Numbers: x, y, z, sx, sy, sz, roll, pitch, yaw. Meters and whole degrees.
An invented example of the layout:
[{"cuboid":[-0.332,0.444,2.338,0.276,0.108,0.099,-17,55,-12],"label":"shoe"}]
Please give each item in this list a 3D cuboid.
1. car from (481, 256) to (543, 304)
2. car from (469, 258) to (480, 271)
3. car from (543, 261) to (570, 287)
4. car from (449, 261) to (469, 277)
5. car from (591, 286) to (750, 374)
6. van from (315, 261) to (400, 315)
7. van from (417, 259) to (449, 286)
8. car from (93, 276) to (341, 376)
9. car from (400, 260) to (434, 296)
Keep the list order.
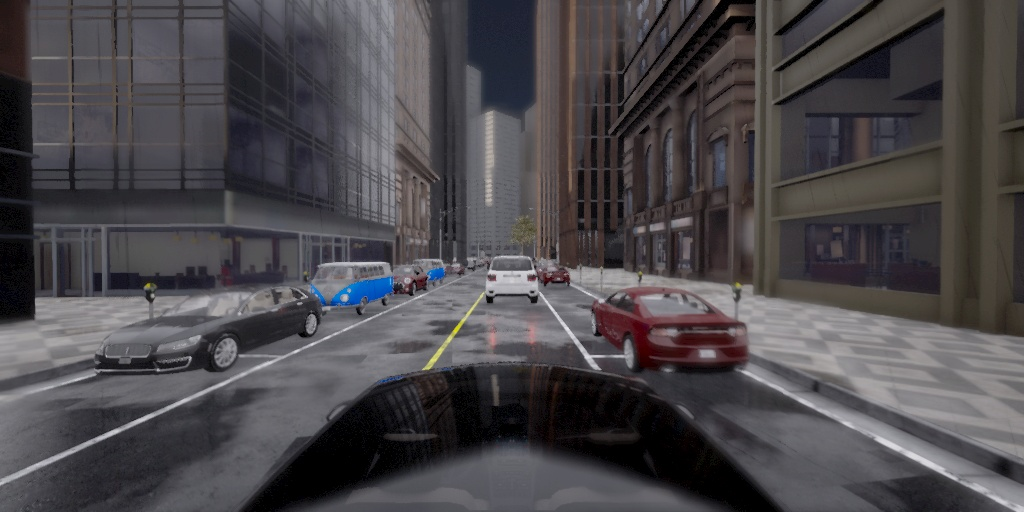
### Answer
[{"cuboid":[0.000,1.002,16.530,2.150,2.045,5.566,0,0,0],"label":"car"},{"cuboid":[-5.669,1.280,46.814,1.948,1.339,4.313,0,0,0],"label":"car"},{"cuboid":[2.857,1.283,24.318,1.888,1.381,4.507,0,0,0],"label":"car"},{"cuboid":[-5.669,1.310,35.563,1.802,1.307,4.207,0,0,0],"label":"car"},{"cuboid":[2.856,1.291,7.444,1.888,1.381,4.507,0,0,0],"label":"car"},{"cuboid":[-5.669,1.085,13.064,1.690,1.789,3.998,0,0,0],"label":"van"},{"cuboid":[-5.669,1.078,24.314,1.690,1.789,3.998,0,0,0],"label":"van"},{"cuboid":[-5.669,1.296,7.439,2.007,1.370,4.403,0,0,0],"label":"car"},{"cuboid":[-5.669,1.181,18.690,1.967,1.591,4.097,0,0,0],"label":"car"}]
